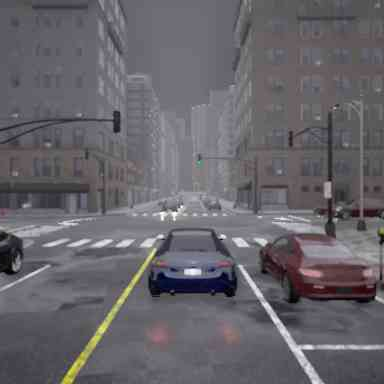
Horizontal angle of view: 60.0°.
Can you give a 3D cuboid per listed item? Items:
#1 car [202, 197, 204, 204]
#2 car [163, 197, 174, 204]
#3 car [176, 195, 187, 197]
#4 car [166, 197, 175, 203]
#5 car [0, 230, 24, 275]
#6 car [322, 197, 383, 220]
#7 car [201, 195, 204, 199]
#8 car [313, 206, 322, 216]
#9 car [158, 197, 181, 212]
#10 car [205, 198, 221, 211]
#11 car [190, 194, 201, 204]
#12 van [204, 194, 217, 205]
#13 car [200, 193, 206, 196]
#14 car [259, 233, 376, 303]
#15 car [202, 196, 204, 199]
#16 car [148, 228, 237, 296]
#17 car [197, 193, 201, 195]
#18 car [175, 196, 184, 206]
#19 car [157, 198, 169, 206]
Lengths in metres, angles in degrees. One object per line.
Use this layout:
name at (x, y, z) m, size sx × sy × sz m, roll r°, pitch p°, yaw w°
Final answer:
car at (3.158, 1.842, 56.359) m, size 1.887 × 1.381 × 4.507 m, roll 0°, pitch 0°, yaw 1°
car at (-5.213, 1.883, 73.101) m, size 2.008 × 1.369 × 4.403 m, roll 0°, pitch 0°, yaw 1°
car at (-2.588, 1.811, 63.528) m, size 2.128 × 1.511 × 4.902 m, roll 0°, pitch 0°, yaw 1°
car at (-5.163, 1.914, 78.653) m, size 1.802 × 1.307 × 4.206 m, roll 0°, pitch 0°, yaw 1°
car at (-5.762, 1.623, 8.054) m, size 1.947 × 1.339 × 4.313 m, roll 0°, pitch 0°, yaw 0°
car at (13.563, 1.321, 27.293) m, size 4.553 × 1.767 × 2.097 m, roll -1°, pitch 0°, yaw 0°
car at (3.261, 1.909, 67.464) m, size 1.802 × 1.307 × 4.206 m, roll 0°, pitch 0°, yaw 1°
car at (13.674, 1.575, 30.542) m, size 4.718 × 1.301 × 1.895 m, roll -1°, pitch 0°, yaw 0°
car at (-2.816, 1.748, 43.234) m, size 1.837 × 1.490 × 4.892 m, roll 0°, pitch 0°, yaw 2°
car at (3.057, 1.833, 45.256) m, size 1.802 × 1.307 × 4.206 m, roll 0°, pitch 0°, yaw 1°
car at (0.553, 1.848, 73.696) m, size 1.812 × 1.442 × 4.674 m, roll 0°, pitch 0°, yaw 1°
van at (3.107, 1.615, 50.809) m, size 1.690 × 1.788 × 3.998 m, roll 0°, pitch 0°, yaw 1°
car at (3.766, 1.552, 85.436) m, size 2.150 × 2.045 × 5.566 m, roll 0°, pitch 0°, yaw 1°
car at (2.763, 1.639, 8.047) m, size 1.802 × 1.307 × 4.206 m, roll 0°, pitch 0°, yaw 0°
car at (3.209, 1.898, 61.914) m, size 1.802 × 1.307 × 4.206 m, roll 0°, pitch 0°, yaw 1°
car at (0.002, 1.627, 8.835) m, size 1.994 × 1.385 × 4.181 m, roll 0°, pitch 0°, yaw 0°
car at (0.644, 1.689, 83.698) m, size 2.128 × 1.511 × 4.902 m, roll 0°, pitch 0°, yaw 1°
car at (-2.726, 1.810, 53.138) m, size 1.812 × 1.442 × 4.674 m, roll 0°, pitch 0°, yaw 0°
car at (-5.317, 1.899, 61.995) m, size 1.802 × 1.307 × 4.206 m, roll 0°, pitch 0°, yaw 1°
